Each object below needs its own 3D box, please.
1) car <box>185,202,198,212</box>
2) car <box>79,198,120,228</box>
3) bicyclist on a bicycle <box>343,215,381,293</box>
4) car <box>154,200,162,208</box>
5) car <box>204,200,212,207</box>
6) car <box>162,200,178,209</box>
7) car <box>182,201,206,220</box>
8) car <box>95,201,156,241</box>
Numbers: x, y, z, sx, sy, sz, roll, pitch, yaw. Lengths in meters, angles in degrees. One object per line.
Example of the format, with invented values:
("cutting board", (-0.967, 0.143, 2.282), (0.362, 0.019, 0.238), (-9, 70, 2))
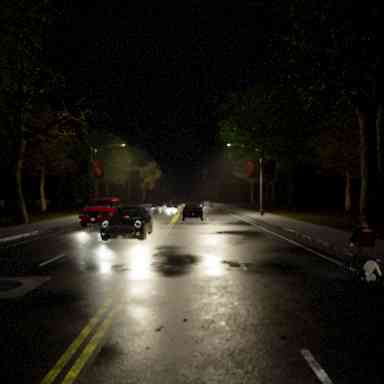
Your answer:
("car", (-0.049, 2.211, 50.025), (1.895, 1.301, 4.718), (0, -1, 0))
("car", (-6.621, 1.500, 24.945), (2.150, 2.045, 5.566), (0, -1, 0))
("bicyclist on a bicycle", (4.141, 1.457, 8.238), (0.659, 1.776, 1.843), (0, 0, 0))
("car", (-6.797, 2.328, 65.236), (1.837, 1.490, 4.892), (0, -1, 0))
("car", (3.033, 2.399, 68.180), (1.812, 1.442, 4.674), (0, -1, -1))
("car", (-3.527, 2.224, 58.646), (2.128, 1.511, 4.902), (0, -1, 0))
("car", (0.056, 1.842, 31.839), (1.882, 1.535, 5.008), (0, -1, 0))
("car", (-3.357, 1.544, 17.707), (2.097, 1.767, 4.553), (0, -1, 0))
